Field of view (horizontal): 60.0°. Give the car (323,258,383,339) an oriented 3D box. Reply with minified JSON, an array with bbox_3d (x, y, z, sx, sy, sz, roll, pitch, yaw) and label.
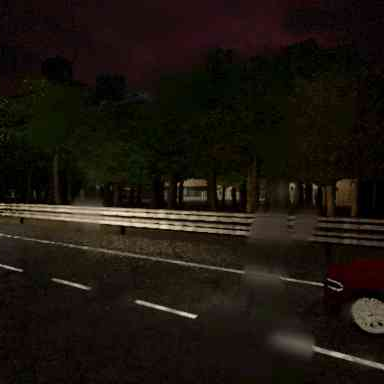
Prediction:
[{"bbox_3d":[4.585,1.495,4.898,5.008,1.535,1.882,0,0,36],"label":"car"}]
